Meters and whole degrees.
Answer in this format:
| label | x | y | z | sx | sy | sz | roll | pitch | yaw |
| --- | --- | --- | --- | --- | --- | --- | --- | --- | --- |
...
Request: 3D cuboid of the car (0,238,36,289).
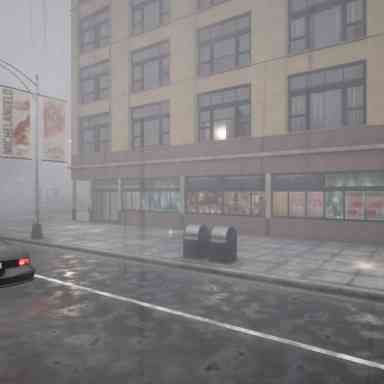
| label | x | y | z | sx | sy | sz | roll | pitch | yaw |
| --- | --- | --- | --- | --- | --- | --- | --- | --- | --- |
| car | -6.000 | 1.547 | 8.142 | 5.357 | 1.411 | 2.033 | 0 | 0 | 35 |
